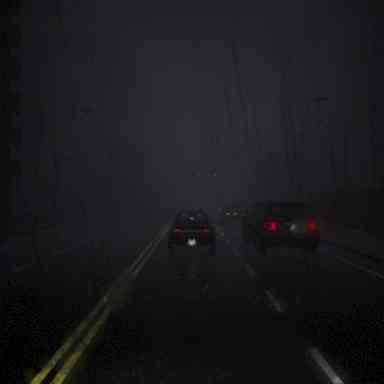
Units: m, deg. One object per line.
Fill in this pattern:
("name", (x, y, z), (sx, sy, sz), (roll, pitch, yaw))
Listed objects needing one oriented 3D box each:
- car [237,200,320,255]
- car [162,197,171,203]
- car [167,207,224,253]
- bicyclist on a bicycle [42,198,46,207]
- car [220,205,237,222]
("car", (3.497, 1.348, 14.026), (2.150, 2.045, 5.566), (0, 0, 0))
("car", (-7.025, 2.212, 92.132), (2.097, 1.767, 4.553), (0, -1, 0))
("car", (0.000, 1.626, 14.284), (2.128, 1.511, 4.902), (0, 0, 0))
("bicyclist on a bicycle", (-25.313, 1.831, 56.848), (0.582, 1.620, 1.656), (0, 0, 0))
("car", (3.498, 1.818, 28.986), (2.033, 1.411, 5.357), (0, -1, 0))
